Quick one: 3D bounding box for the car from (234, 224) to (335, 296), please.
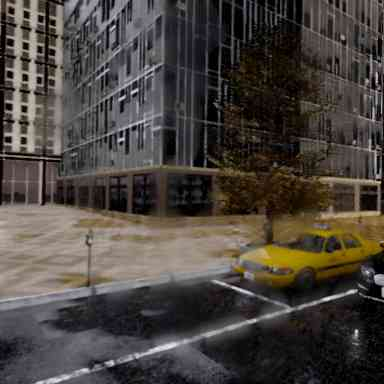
[{"bbox_3d":[3.266,1.570,8.792,4.829,1.417,1.752,1,0,-35],"label":"car"}]

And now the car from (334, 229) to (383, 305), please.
[{"bbox_3d":[5.521,1.556,7.216,4.902,1.511,2.128,1,0,-35],"label":"car"}]
